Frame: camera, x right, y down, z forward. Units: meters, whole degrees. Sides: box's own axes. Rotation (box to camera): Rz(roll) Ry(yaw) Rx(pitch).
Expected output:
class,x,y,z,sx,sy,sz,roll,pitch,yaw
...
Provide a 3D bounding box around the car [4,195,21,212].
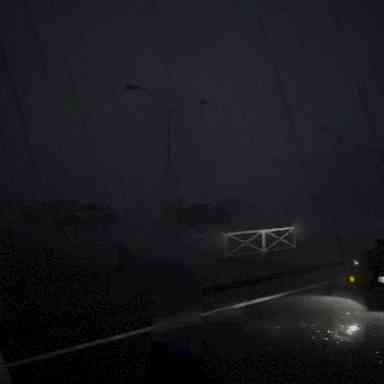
class,x,y,z,sx,sy,sz,roll,pitch,yaw
car,-18.641,1.321,37.591,3.866,1.878,1.905,1,0,-36

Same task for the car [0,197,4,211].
class,x,y,z,sx,sy,sz,roll,pitch,yaw
car,-20.670,1.338,39.711,4.605,1.855,1.932,1,0,-36

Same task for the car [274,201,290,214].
class,x,y,z,sx,sy,sz,roll,pitch,yaw
car,11.636,1.798,39.755,3.806,1.475,1.970,1,0,-36

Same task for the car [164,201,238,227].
class,x,y,z,sx,sy,sz,roll,pitch,yaw
car,0.684,1.598,23.304,4.514,1.523,2.007,1,0,-36

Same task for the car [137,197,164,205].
class,x,y,z,sx,sy,sz,roll,pitch,yaw
car,-8.379,1.766,67.556,5.027,1.636,2.152,1,0,-36

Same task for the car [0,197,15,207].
class,x,y,z,sx,sy,sz,roll,pitch,yaw
car,-31.396,1.614,54.888,3.633,1.501,1.845,1,0,-36

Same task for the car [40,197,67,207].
class,x,y,z,sx,sy,sz,roll,pitch,yaw
car,-23.629,1.680,56.793,3.806,1.475,1.970,1,0,-36

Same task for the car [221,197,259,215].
class,x,y,z,sx,sy,sz,roll,pitch,yaw
car,4.771,1.471,34.781,4.605,1.855,1.932,1,0,-36

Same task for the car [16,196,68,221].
class,x,y,z,sx,sy,sz,roll,pitch,yaw
car,-11.182,1.398,27.196,5.027,1.636,2.152,1,0,-36

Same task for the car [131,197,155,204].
class,x,y,z,sx,sy,sz,roll,pitch,yaw
car,-10.251,1.774,70.074,4.514,1.523,2.007,1,0,-36

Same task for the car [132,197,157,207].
class,x,y,z,sx,sy,sz,roll,pitch,yaw
car,-7.707,1.698,53.458,3.633,1.501,1.845,1,0,-36

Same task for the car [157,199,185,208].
class,x,y,z,sx,sy,sz,roll,pitch,yaw
car,-1.915,1.677,45.315,4.514,1.523,2.007,1,0,-36

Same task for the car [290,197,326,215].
class,x,y,z,sx,sy,sz,roll,pitch,yaw
car,13.080,1.510,36.698,3.866,1.878,1.905,1,0,-36

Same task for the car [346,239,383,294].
class,x,y,z,sx,sy,sz,roll,pitch,yaw
car,5.580,1.636,7.962,4.181,1.385,1.994,1,0,-35

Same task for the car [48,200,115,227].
class,x,y,z,sx,sy,sz,roll,pitch,yaw
car,-7.178,1.479,22.170,3.806,1.475,1.970,1,0,-36
